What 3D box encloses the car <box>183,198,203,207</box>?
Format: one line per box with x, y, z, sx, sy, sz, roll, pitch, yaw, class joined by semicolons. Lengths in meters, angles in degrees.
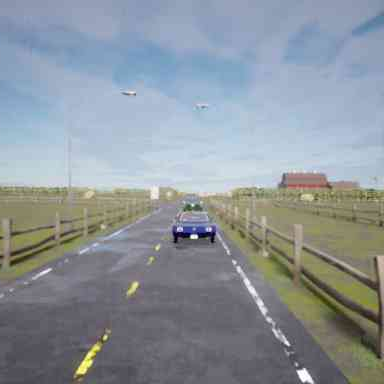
0.090;1.369;35.039;2.097;1.767;4.553;0;0;0;car

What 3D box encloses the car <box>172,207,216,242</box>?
0.095;1.607;16.259;1.895;1.301;4.718;0;0;0;car
